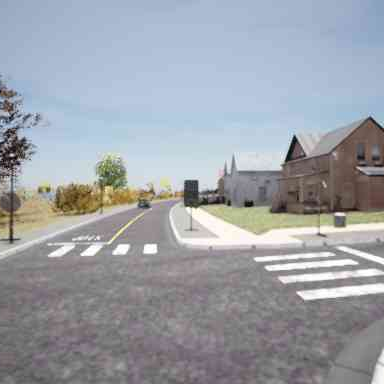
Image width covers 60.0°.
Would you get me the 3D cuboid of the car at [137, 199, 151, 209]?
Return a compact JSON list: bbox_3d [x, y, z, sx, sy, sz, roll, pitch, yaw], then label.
[{"bbox_3d":[-7.738,1.900,53.825,1.837,1.490,4.892,0,-1,-1],"label":"car"}]
